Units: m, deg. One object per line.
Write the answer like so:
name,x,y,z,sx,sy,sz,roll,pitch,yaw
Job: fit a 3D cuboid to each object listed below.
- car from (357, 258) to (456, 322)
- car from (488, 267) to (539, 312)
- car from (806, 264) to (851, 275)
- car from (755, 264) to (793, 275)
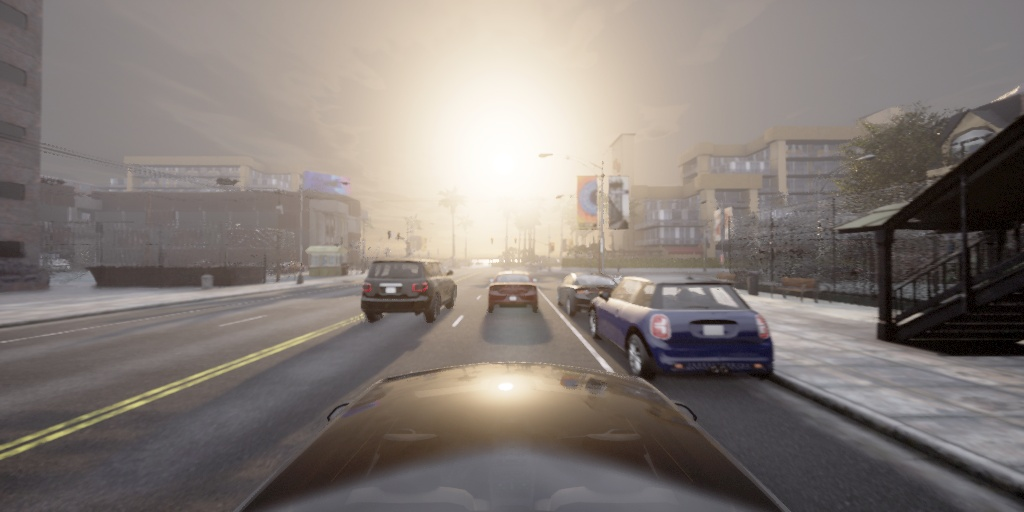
car,-3.464,1.098,12.993,2.150,2.045,5.566,0,0,0
car,0.055,1.375,15.004,1.882,1.535,5.008,0,-1,0
car,39.374,1.703,44.804,5.008,1.535,1.882,0,-1,0
car,35.173,1.790,48.287,4.674,1.442,1.812,0,-1,0
